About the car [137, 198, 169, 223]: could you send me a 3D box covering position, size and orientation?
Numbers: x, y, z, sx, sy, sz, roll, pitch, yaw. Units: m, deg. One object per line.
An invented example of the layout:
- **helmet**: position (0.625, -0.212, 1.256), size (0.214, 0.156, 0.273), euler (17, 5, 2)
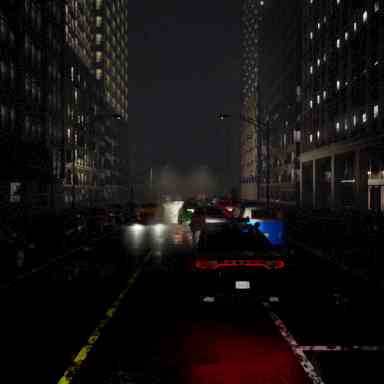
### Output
- **car**: position (-3.161, 1.471, 26.004), size (1.882, 1.535, 5.008), euler (0, 0, 0)

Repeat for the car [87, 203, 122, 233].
- **car**: position (-5.744, 1.540, 19.621), size (1.887, 1.381, 4.507), euler (-1, 0, 0)

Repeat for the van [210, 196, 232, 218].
- **van**: position (2.607, 1.334, 31.009), size (1.690, 1.788, 3.998), euler (-1, 0, 0)

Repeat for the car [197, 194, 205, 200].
- **car**: position (2.458, 1.413, 93.529), size (1.967, 1.590, 4.097), euler (-1, 0, 0)

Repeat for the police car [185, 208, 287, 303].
- **police car**: position (0.880, 1.423, 8.410), size (1.930, 1.638, 5.238), euler (0, 0, 0)

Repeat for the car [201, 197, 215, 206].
- **car**: position (2.555, 1.537, 53.743), size (2.008, 1.369, 4.403), euler (-1, 0, 0)

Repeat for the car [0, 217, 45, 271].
- **car**: position (-5.717, 1.549, 8.254), size (2.008, 1.369, 4.403), euler (-1, 0, 0)

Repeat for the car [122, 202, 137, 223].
- **car**: position (-5.759, 1.545, 25.305), size (2.008, 1.369, 4.403), euler (-1, 0, 0)

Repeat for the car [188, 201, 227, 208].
- **car**: position (0.856, 1.473, 18.300), size (1.882, 1.535, 5.008), euler (0, 0, 0)

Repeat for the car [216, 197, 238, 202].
- **car**: position (2.620, 1.309, 25.325), size (2.192, 1.841, 5.009), euler (-1, 0, 0)

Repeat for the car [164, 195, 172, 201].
- **car**: position (-5.894, 1.503, 81.972), size (1.752, 1.417, 4.829), euler (-1, 0, 0)

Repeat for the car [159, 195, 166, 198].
- **car**: position (-5.826, 1.537, 53.723), size (2.008, 1.369, 4.403), euler (-1, 0, 0)

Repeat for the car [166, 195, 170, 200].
- **car**: position (-5.853, 1.565, 65.090), size (1.802, 1.307, 4.206), euler (-1, 0, 0)

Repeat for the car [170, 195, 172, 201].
- **car**: position (-5.868, 1.421, 70.774), size (1.967, 1.590, 4.097), euler (-1, 0, 0)

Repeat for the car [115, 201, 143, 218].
- **car**: position (-5.771, 1.575, 30.989), size (1.802, 1.307, 4.206), euler (-1, 0, 0)

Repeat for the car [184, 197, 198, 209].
- **car**: position (-0.086, 1.514, 46.325), size (1.812, 1.442, 4.674), euler (0, 0, 0)

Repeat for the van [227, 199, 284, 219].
- **van**: position (2.648, 1.338, 13.958), size (1.690, 1.788, 3.998), euler (-1, 0, 0)

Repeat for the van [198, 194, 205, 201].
- **van**: position (2.471, 1.317, 87.845), size (1.690, 1.788, 3.998), euler (-1, 0, 0)

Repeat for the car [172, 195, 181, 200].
- **car**: position (-3.184, 1.471, 76.978), size (2.128, 1.511, 4.902), euler (0, 0, 0)

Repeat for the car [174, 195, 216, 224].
- **car**: position (0.325, 1.346, 24.395), size (2.097, 1.767, 4.553), euler (0, 0, 8)

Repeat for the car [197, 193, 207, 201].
- **car**: position (2.484, 1.293, 82.162), size (2.192, 1.841, 5.009), euler (-1, 0, 0)

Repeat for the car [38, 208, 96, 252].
- **car**: position (-5.731, 1.563, 13.938), size (1.947, 1.339, 4.313), euler (-1, 0, 0)

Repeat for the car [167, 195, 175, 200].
- **car**: position (-5.922, 1.539, 93.509), size (1.947, 1.339, 4.313), euler (-1, 0, 0)
